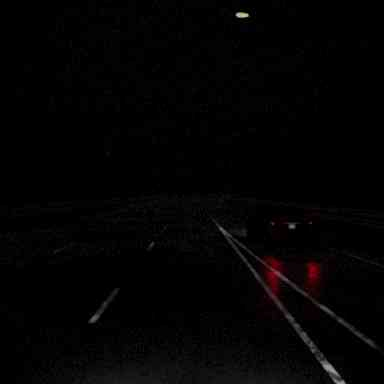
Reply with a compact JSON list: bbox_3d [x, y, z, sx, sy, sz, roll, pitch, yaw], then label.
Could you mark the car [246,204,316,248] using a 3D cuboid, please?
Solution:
[{"bbox_3d":[3.870,1.390,15.289,2.097,1.767,4.553,0,0,-3],"label":"car"}]
